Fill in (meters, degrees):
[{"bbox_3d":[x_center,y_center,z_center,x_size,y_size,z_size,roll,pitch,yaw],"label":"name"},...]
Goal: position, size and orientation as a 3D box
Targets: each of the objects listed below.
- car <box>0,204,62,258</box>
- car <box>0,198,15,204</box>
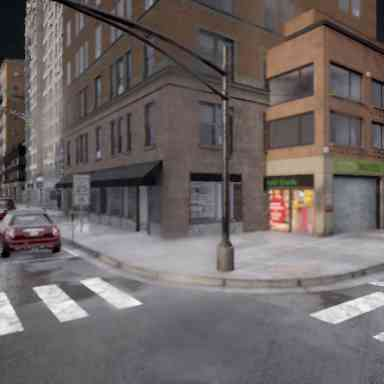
[{"bbox_3d":[-6.470,1.426,12.891,1.967,1.590,4.097,0,0,-35],"label":"car"},{"bbox_3d":[-12.864,1.295,22.050,2.192,1.841,5.009,0,0,-35],"label":"car"}]
